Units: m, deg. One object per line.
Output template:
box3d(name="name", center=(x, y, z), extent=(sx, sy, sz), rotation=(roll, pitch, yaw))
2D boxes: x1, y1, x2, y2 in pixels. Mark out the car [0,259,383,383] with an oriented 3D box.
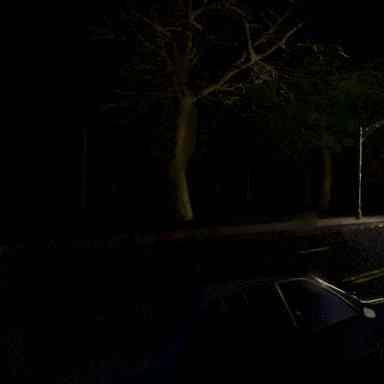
box3d(name="car", center=(0.599, 1.552, 3.866), extent=(5.357, 1.411, 2.033), rotation=(0, 0, -36))
